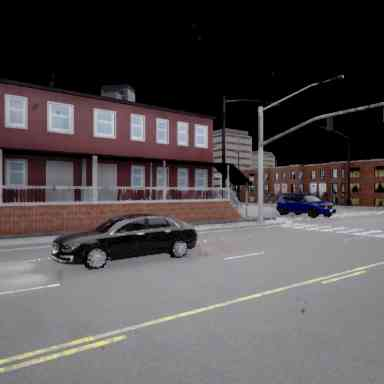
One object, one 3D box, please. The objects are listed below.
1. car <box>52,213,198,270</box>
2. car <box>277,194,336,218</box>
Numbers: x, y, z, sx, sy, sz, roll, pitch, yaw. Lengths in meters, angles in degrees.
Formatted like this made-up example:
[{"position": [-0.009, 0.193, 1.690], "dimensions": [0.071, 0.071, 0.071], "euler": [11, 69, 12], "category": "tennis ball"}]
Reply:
[{"position": [-2.057, 1.505, 11.127], "dimensions": [4.892, 1.490, 1.837], "euler": [0, 0, -36], "category": "car"}, {"position": [10.230, 1.222, 30.259], "dimensions": [2.150, 2.045, 5.566], "euler": [0, 0, -31], "category": "car"}]
